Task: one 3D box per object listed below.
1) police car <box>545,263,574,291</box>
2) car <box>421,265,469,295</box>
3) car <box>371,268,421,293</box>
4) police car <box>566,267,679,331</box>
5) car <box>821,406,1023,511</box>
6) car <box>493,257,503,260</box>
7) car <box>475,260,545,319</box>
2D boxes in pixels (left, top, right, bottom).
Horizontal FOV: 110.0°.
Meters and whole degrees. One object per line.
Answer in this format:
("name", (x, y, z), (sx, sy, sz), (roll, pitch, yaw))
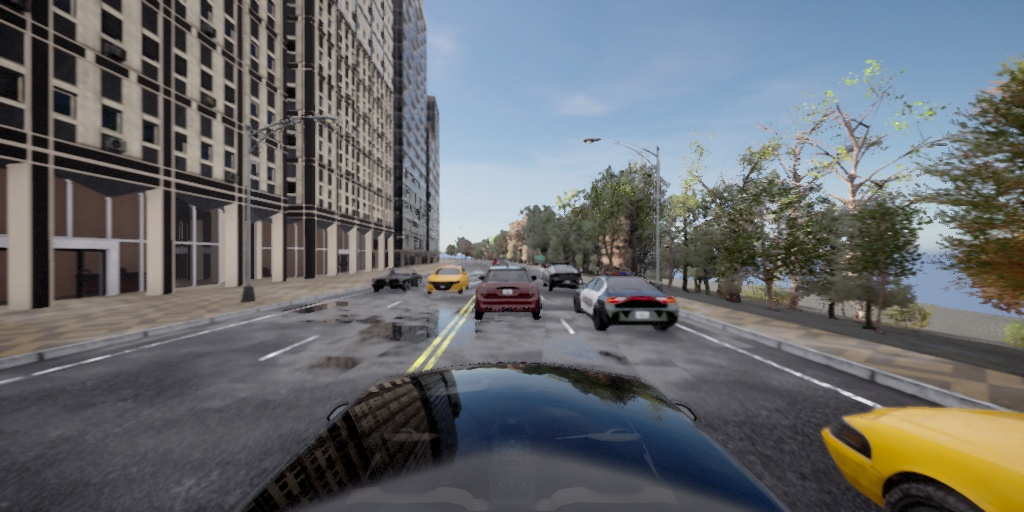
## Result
("police car", (3.017, 1.231, 22.424), (1.930, 1.638, 5.238), (0, 0, -1))
("car", (-3.559, 1.284, 20.594), (1.882, 1.535, 5.008), (0, 0, -1))
("car", (-6.832, 1.413, 21.690), (1.895, 1.301, 4.718), (0, 0, -1))
("police car", (3.201, 1.281, 11.259), (2.038, 1.542, 4.974), (0, 0, -1))
("car", (3.255, 1.200, 0.392), (1.801, 1.575, 5.366), (0, 0, 0))
("car", (-1.512, 1.377, 55.976), (2.128, 1.511, 4.902), (0, 0, -3))
("car", (-0.151, 1.135, 13.168), (2.097, 1.767, 4.553), (0, 0, -1))
